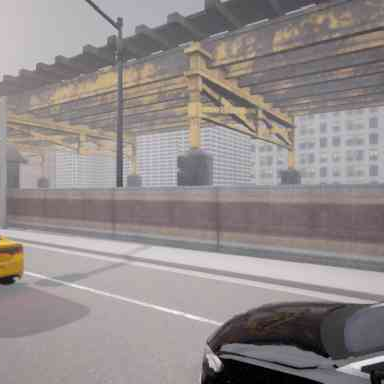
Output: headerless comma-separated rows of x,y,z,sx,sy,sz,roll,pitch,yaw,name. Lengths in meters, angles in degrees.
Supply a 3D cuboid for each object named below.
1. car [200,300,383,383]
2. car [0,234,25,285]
2.308,1.503,2.347,4.902,1.511,2.128,0,0,36,car
-6.206,1.502,8.376,5.008,1.535,1.882,0,0,36,car
